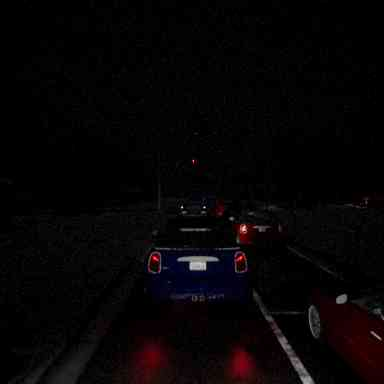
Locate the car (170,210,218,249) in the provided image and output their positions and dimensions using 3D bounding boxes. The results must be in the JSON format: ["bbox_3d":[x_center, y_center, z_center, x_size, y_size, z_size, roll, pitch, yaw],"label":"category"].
[{"bbox_3d":[0.096,1.607,15.465,1.895,1.301,4.718,0,0,0],"label":"car"}]

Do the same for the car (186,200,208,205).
[{"bbox_3d":[0.105,1.580,25.477,1.994,1.385,4.181,0,0,-1],"label":"car"}]

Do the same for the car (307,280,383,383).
[{"bbox_3d":[2.629,1.582,3.576,1.802,1.307,4.206,-1,0,0],"label":"car"}]

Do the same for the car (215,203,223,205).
[{"bbox_3d":[2.631,1.576,19.783,1.947,1.339,4.313,-1,0,0],"label":"car"}]

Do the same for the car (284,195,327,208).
[{"bbox_3d":[13.575,1.143,39.883,4.892,1.490,1.837,-1,1,0],"label":"car"}]

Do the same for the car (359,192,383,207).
[{"bbox_3d":[22.527,0.775,39.884,4.553,1.767,2.097,-1,1,0],"label":"car"}]

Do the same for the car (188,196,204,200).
[{"bbox_3d":[0.311,1.650,47.897,1.895,1.301,4.718,0,0,-1],"label":"car"}]

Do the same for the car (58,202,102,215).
[{"bbox_3d":[-12.442,1.871,36.924,4.674,1.442,1.812,-2,1,0],"label":"car"}]

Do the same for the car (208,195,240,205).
[{"bbox_3d":[2.628,1.331,25.186,2.192,1.841,5.009,-1,0,0],"label":"car"}]

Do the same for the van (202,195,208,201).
[{"bbox_3d":[2.631,1.398,51.547,1.690,1.788,3.998,-1,0,0],"label":"van"}]

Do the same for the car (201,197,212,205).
[{"bbox_3d":[2.635,1.663,62.359,1.802,1.307,4.206,-1,0,0],"label":"car"}]

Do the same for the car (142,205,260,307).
[{"bbox_3d":[0.070,1.354,8.130,2.097,1.767,4.553,0,0,-1],"label":"car"}]

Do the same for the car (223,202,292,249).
[{"bbox_3d":[2.629,1.446,14.381,1.967,1.590,4.097,-1,0,0],"label":"car"}]

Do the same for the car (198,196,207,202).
[{"bbox_3d":[2.636,1.689,83.985,1.887,1.381,4.507,-1,0,0],"label":"car"}]
